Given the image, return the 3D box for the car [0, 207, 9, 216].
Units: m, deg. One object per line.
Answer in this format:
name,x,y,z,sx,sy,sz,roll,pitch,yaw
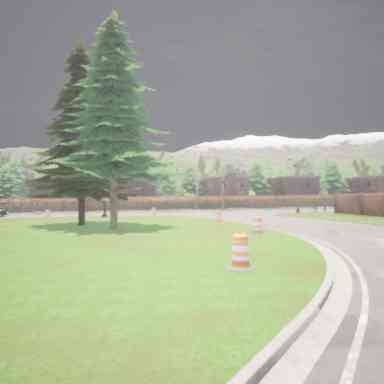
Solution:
car,-30.132,2.978,49.658,4.892,1.490,1.837,-1,-1,-5
